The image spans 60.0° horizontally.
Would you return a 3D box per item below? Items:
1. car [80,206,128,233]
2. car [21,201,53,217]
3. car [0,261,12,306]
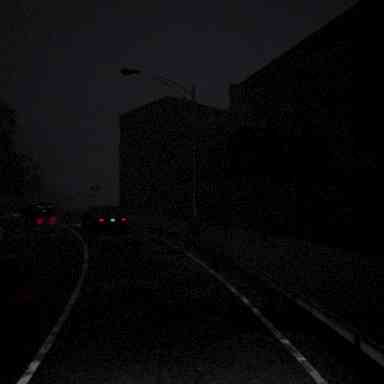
[{"bbox_3d":[-5.351,1.539,19.851,2.033,1.411,5.357,0,0,-28],"label":"car"},{"bbox_3d":[-15.254,1.605,32.559,2.128,1.511,4.902,1,-1,-42],"label":"car"},{"bbox_3d":[-3.941,1.559,3.703,2.033,1.411,5.357,0,0,-7],"label":"car"}]
